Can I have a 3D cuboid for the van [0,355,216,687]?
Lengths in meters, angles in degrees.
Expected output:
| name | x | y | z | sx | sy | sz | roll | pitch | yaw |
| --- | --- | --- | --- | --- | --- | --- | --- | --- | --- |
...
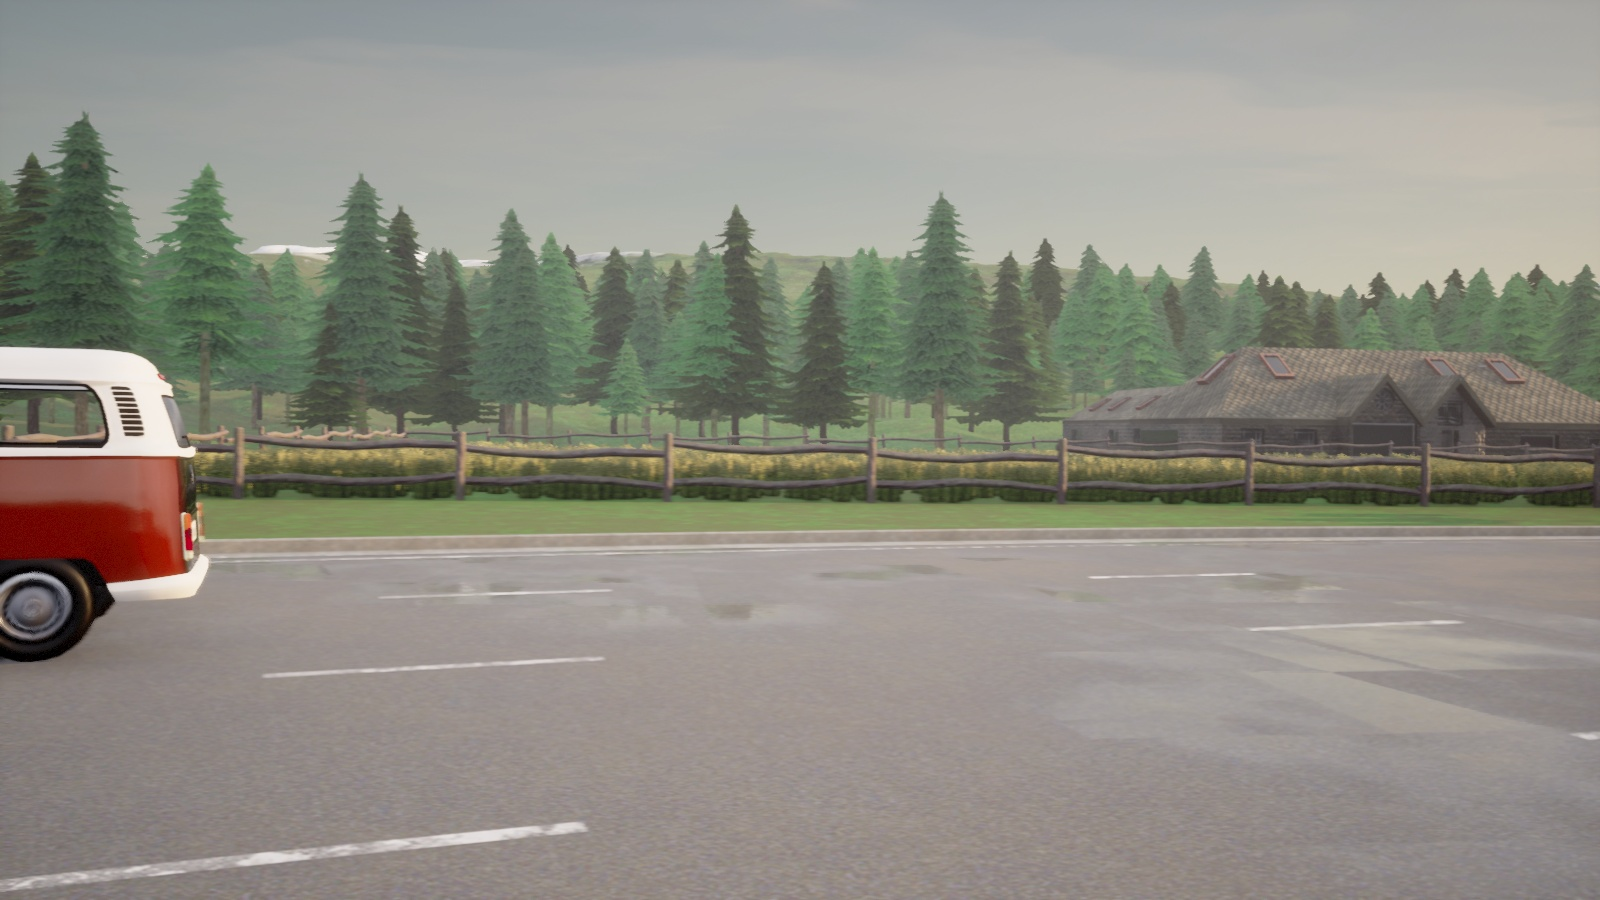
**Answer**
| name | x | y | z | sx | sy | sz | roll | pitch | yaw |
| --- | --- | --- | --- | --- | --- | --- | --- | --- | --- |
| van | -6.365 | 0.444 | 8.240 | 4.480 | 2.038 | 2.069 | -1 | 1 | -23 |
